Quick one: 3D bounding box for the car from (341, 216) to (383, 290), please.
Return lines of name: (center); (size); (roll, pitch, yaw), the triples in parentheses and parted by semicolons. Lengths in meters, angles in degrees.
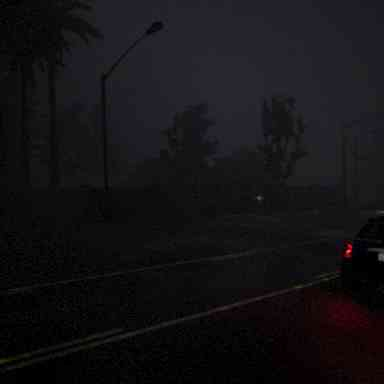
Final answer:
car: (5.483, 1.266, 7.661); (4.553, 1.767, 2.097); (-1, 1, -35)
